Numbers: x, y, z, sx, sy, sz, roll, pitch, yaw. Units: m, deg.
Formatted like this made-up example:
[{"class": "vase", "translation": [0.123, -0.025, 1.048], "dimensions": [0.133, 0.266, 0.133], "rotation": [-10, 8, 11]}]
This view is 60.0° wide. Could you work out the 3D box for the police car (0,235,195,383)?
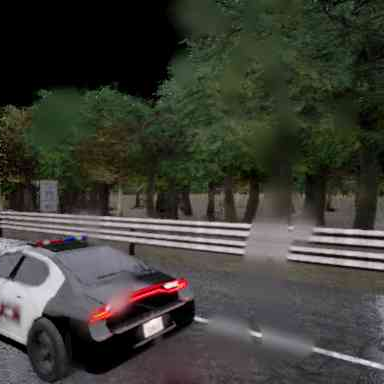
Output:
[{"class": "police car", "translation": [-2.453, 1.546, 5.621], "dimensions": [4.974, 1.542, 2.038], "rotation": [-1, 0, 36]}]
